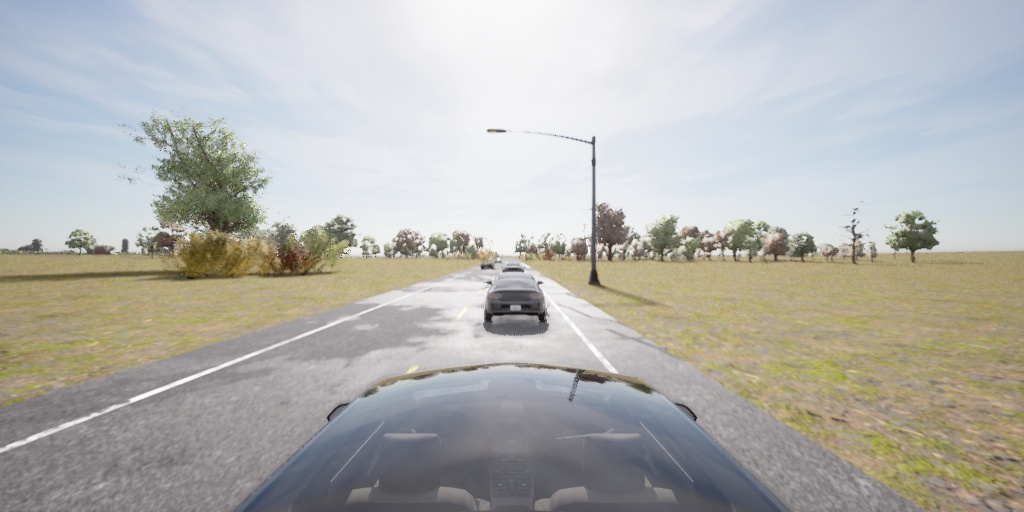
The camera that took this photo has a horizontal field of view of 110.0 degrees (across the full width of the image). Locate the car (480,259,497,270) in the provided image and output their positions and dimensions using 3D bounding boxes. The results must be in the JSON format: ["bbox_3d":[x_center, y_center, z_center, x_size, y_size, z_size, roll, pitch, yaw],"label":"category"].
[{"bbox_3d":[-3.563,1.347,52.192,1.895,1.301,4.718,0,0,0],"label":"car"}]

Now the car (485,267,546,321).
[{"bbox_3d":[0.102,1.276,12.271,1.812,1.442,4.674,0,0,0],"label":"car"}]

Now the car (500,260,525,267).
[{"bbox_3d":[0.103,1.254,30.375,1.837,1.490,4.892,0,0,0],"label":"car"}]
